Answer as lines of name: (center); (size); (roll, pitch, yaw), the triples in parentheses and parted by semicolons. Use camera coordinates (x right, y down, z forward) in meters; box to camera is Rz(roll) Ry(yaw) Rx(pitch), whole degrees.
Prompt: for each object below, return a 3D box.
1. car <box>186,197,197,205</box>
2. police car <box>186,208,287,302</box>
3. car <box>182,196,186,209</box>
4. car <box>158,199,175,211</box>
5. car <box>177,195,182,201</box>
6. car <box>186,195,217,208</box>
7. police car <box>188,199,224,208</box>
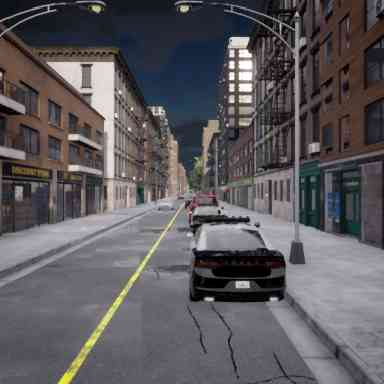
car: (-0.099, 1.630, 59.885); (1.994, 1.385, 4.181); (0, 0, 0)
police car: (0.886, 1.427, 8.440); (1.930, 1.638, 5.238); (0, 0, 0)
car: (-0.064, 1.549, 46.494); (1.837, 1.490, 4.892); (0, 0, 0)
car: (-3.168, 1.562, 41.348); (1.812, 1.442, 4.674); (0, 0, 0)
car: (-3.155, 1.677, 93.880); (2.033, 1.411, 5.357); (0, 0, 0)
car: (0.860, 1.239, 24.361); (2.150, 2.045, 5.566); (0, 0, 0)
police car: (0.870, 1.434, 18.440); (1.930, 1.638, 5.238); (0, 0, 0)
